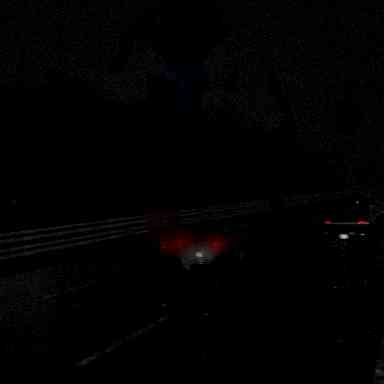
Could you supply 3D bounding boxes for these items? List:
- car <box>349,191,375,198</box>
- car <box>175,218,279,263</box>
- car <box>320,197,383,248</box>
[{"bbox_3d":[17.640,0.660,34.510,1.837,1.490,4.892,-4,-1,37],"label":"car"},{"bbox_3d":[1.497,1.598,12.080,1.895,1.301,4.718,-4,-1,35],"label":"car"},{"bbox_3d":[6.412,1.186,13.024,2.128,1.511,4.902,-4,-1,35],"label":"car"}]
